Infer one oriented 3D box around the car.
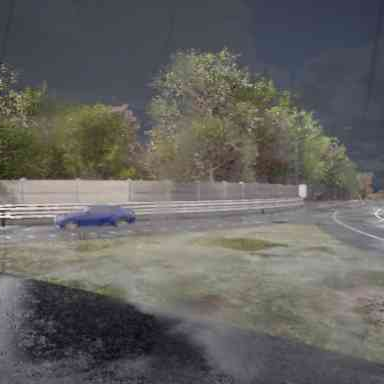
[{"bbox_3d":[-5.670,1.467,19.688,4.674,1.442,1.812,0,0,-25],"label":"car"}]
